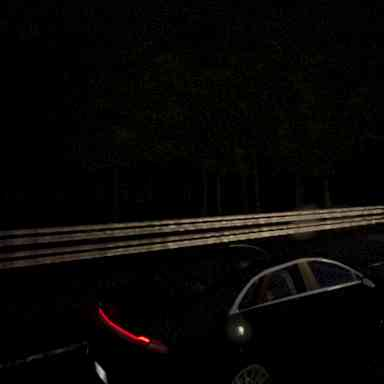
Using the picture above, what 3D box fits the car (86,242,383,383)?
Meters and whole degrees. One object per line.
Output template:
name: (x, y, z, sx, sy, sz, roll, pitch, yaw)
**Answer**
car: (1.118, 1.463, 4.540, 4.902, 1.511, 2.128, 0, 0, -36)
